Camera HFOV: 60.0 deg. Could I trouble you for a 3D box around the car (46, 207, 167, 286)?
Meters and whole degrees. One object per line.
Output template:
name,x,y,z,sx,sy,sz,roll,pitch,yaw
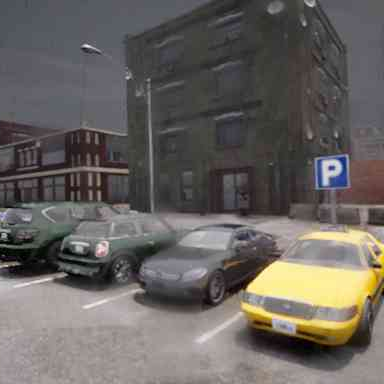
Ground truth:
car,-1.587,1.441,10.053,2.185,1.767,4.553,-1,-1,36

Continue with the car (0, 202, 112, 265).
car,-3.795,1.356,11.706,2.435,2.045,5.566,-1,-1,36

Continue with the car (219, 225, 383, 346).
car,2.810,1.494,6.723,1.946,1.575,5.366,-1,0,36

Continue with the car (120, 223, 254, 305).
car,0.677,1.571,8.479,2.002,1.452,4.674,-1,-1,36
